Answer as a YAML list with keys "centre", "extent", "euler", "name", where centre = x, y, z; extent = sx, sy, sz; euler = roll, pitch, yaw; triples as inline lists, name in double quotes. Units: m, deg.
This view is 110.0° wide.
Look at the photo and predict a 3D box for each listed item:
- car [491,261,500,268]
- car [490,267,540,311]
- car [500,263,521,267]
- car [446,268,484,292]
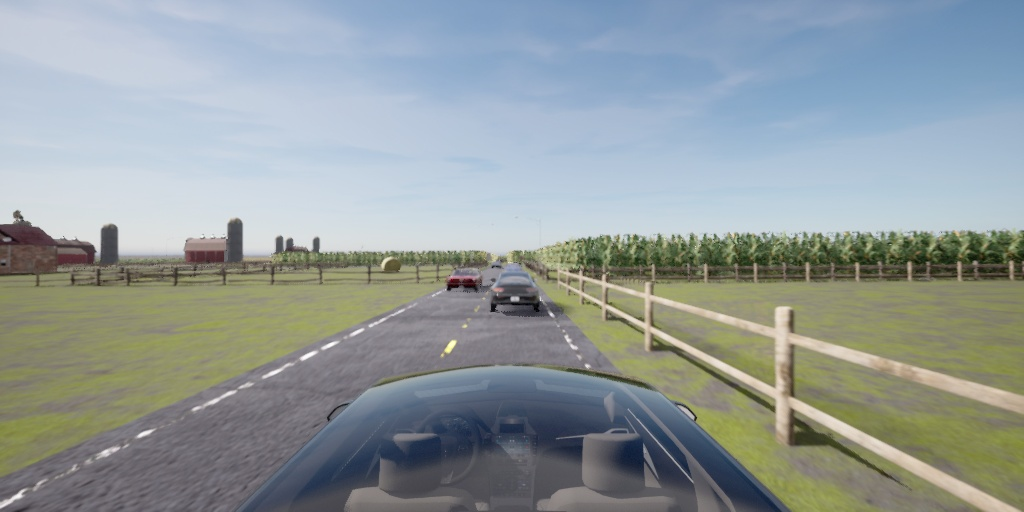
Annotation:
- centre: [-2.744, 1.576, 63.980]
  extent: [2.033, 1.411, 5.357]
  euler: [0, 0, 1]
  name: "car"
- centre: [0.105, 1.331, 14.657]
  extent: [1.812, 1.442, 4.674]
  euler: [0, 0, 0]
  name: "car"
- centre: [0.112, 1.445, 35.600]
  extent: [2.033, 1.411, 5.357]
  euler: [0, 0, 0]
  name: "car"
- centre: [-2.842, 1.440, 22.288]
  extent: [1.895, 1.301, 4.718]
  euler: [0, 0, 0]
  name: "car"
